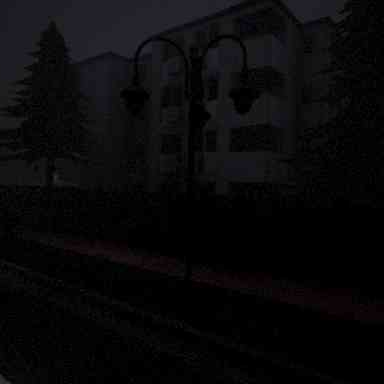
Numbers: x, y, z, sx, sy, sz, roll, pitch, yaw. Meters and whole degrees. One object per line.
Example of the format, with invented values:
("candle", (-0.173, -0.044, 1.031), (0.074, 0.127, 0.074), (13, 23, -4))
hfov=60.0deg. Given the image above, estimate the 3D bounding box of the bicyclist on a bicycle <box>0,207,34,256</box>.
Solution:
("bicyclist on a bicycle", (-5.210, 1.084, 9.155), (0.582, 1.620, 1.656), (2, 7, 38))
